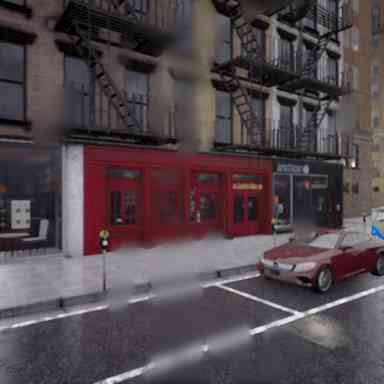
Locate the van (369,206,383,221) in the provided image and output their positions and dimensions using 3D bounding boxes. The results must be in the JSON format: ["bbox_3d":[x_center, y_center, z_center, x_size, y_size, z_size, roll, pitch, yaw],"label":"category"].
[{"bbox_3d":[7.985,1.338,11.888,3.998,1.788,1.690,0,0,-35],"label":"van"}]

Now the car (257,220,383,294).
[{"bbox_3d":[3.582,1.580,8.750,4.206,1.307,1.802,0,0,-35],"label":"car"}]
